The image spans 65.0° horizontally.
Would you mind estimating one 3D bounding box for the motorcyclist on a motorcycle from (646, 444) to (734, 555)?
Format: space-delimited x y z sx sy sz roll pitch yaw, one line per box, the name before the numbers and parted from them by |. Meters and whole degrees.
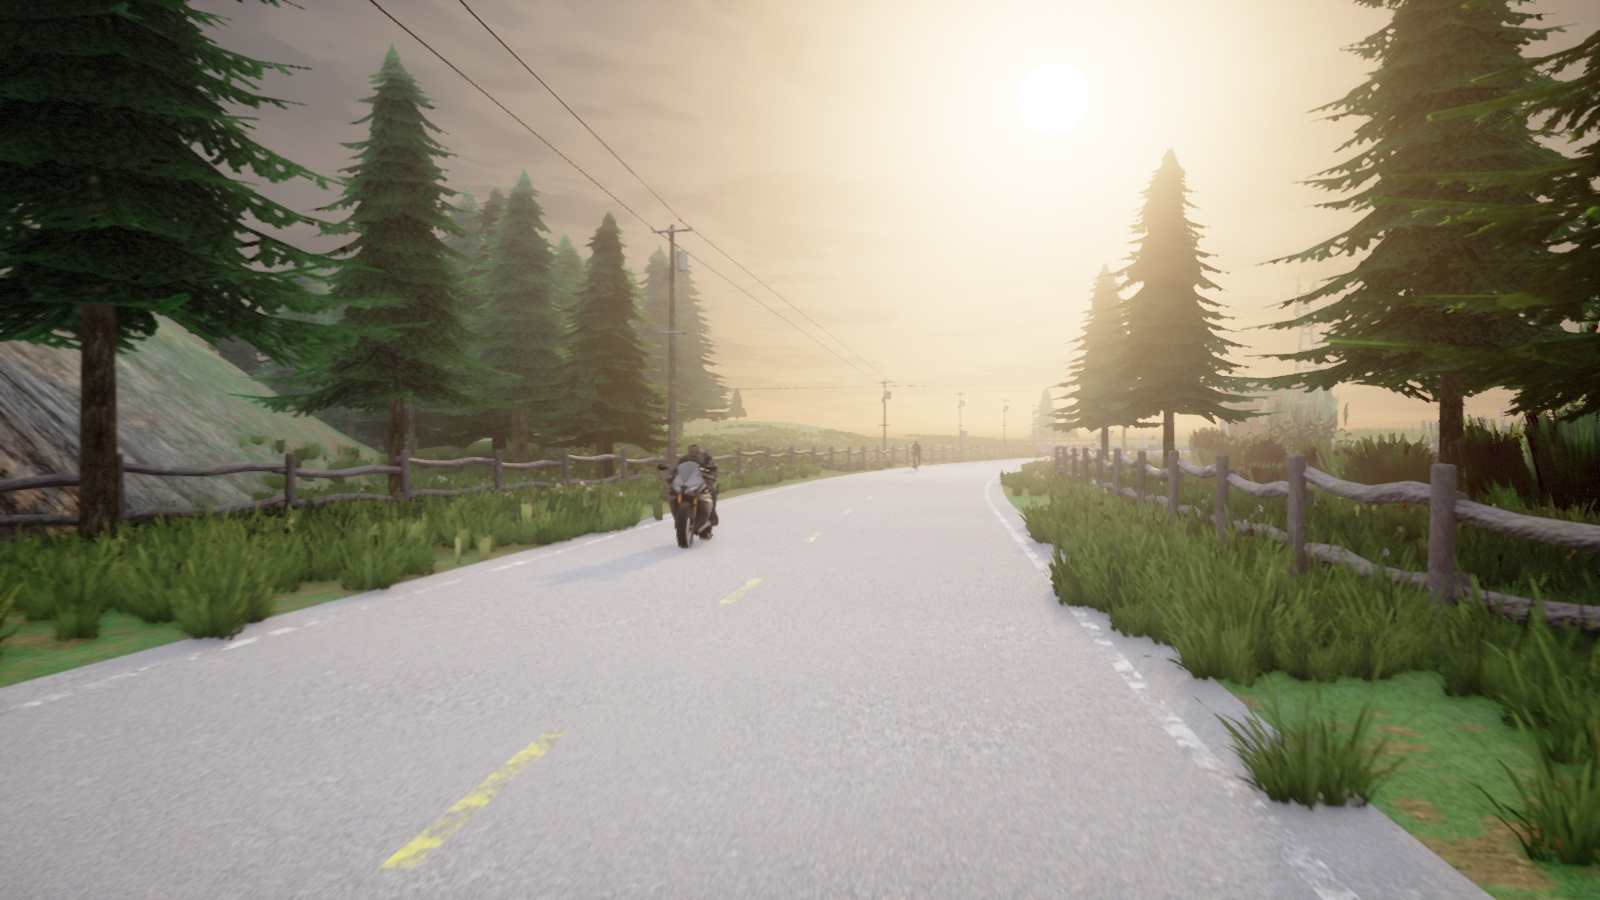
motorcyclist on a motorcycle | -1.575 0.675 18.380 0.866 1.530 2.191 0 0 6
